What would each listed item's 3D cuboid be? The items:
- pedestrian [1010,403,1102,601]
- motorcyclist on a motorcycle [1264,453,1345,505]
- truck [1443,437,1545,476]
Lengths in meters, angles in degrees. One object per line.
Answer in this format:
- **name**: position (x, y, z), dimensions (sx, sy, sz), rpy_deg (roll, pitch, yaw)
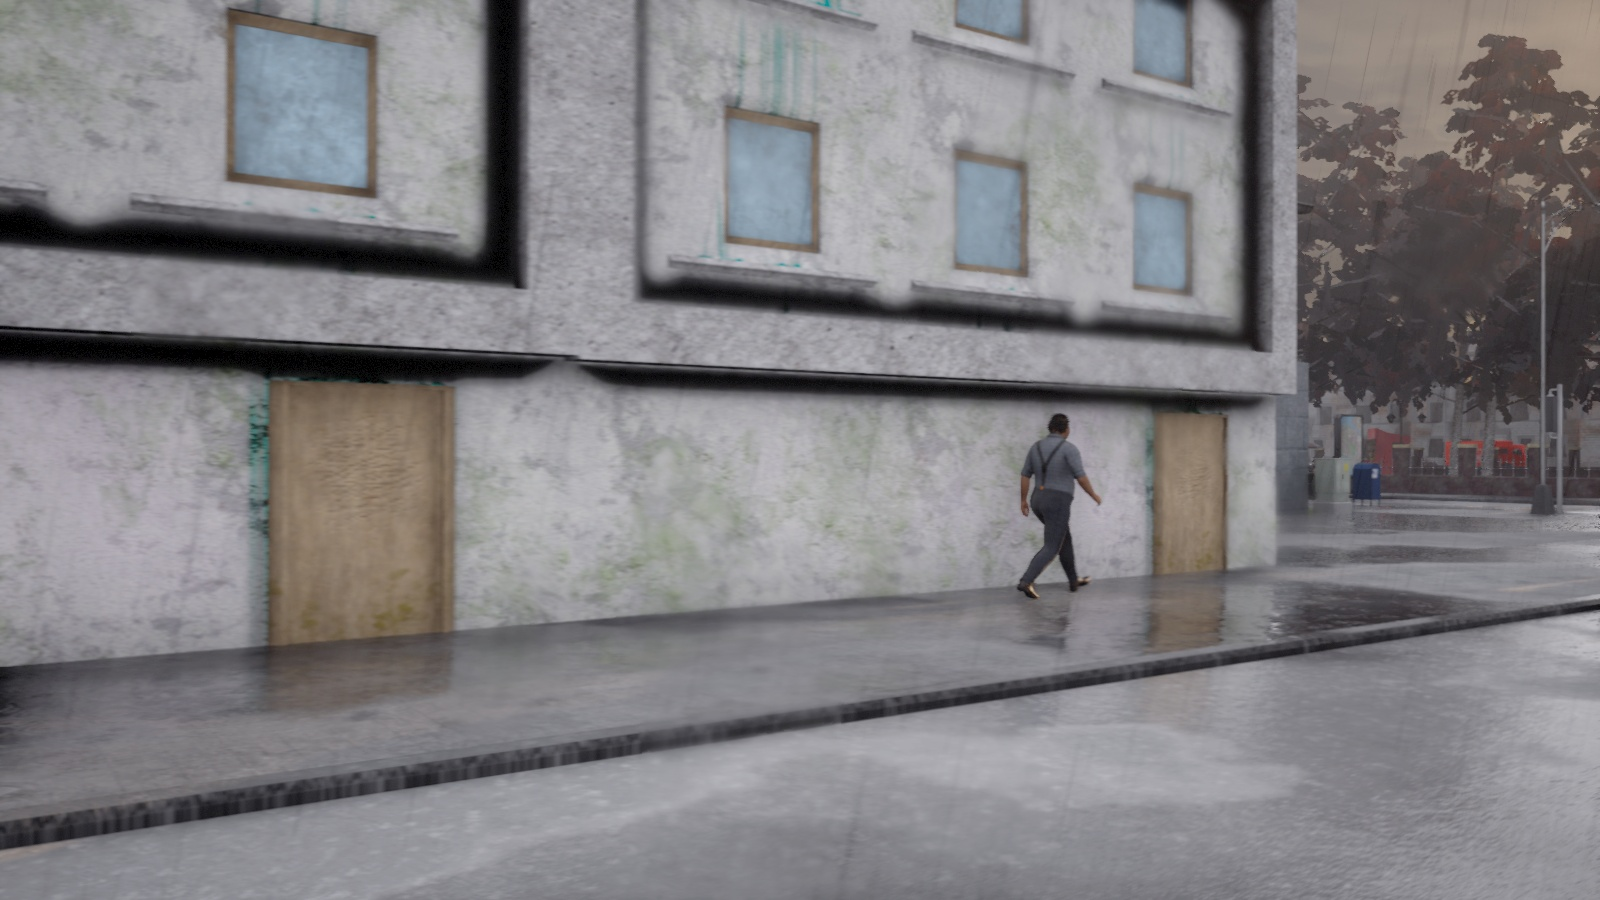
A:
- **pedestrian**: position (2.472, 0.486, 12.130), dimensions (0.694, 1.848, 0.540), rpy_deg (0, 0, -34)
- **motorcyclist on a motorcycle**: position (15.486, 0.870, 38.620), dimensions (0.866, 1.530, 2.191), rpy_deg (0, 0, -35)
- **truck**: position (45.267, 0.431, 82.035), dimensions (2.627, 2.467, 5.204), rpy_deg (0, 0, -35)
